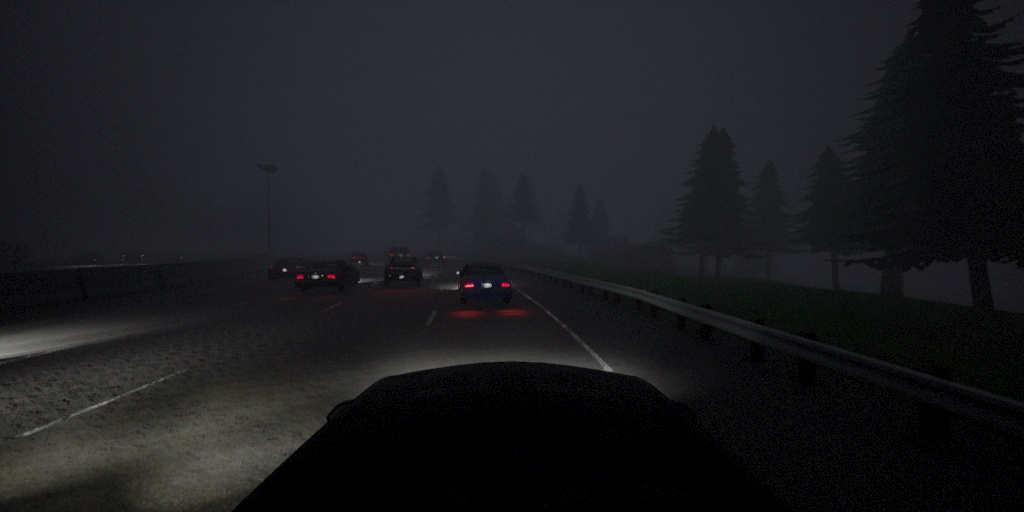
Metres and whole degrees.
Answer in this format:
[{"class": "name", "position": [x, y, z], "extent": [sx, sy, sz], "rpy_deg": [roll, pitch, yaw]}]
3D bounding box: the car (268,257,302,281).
[{"class": "car", "position": [-14.032, 0.753, 23.136], "extent": [1.994, 1.385, 4.181], "rpy_deg": [0, 2, -16]}]

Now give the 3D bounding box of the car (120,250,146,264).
[{"class": "car", "position": [-46.478, 0.005, 44.054], "extent": [2.097, 1.767, 4.553], "rpy_deg": [-2, 2, -44]}]

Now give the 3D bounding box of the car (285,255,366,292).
[{"class": "car", "position": [-8.915, 0.877, 17.720], "extent": [2.033, 1.411, 5.357], "rpy_deg": [0, 2, -13]}]

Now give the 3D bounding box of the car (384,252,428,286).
[{"class": "car", "position": [-5.963, 0.759, 20.002], "extent": [2.128, 1.511, 4.902], "rpy_deg": [0, 2, -13]}]

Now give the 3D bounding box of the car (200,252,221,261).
[{"class": "car", "position": [-38.550, 0.165, 45.773], "extent": [1.994, 1.385, 4.181], "rpy_deg": [-1, 2, -41]}]

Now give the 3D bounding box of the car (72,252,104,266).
[{"class": "car", "position": [-47.789, 0.294, 40.544], "extent": [2.033, 1.411, 5.357], "rpy_deg": [-1, 2, -42]}]

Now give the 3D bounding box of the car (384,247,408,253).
[{"class": "car", "position": [-12.011, 0.031, 37.328], "extent": [2.150, 2.045, 5.566], "rpy_deg": [-1, 2, -25]}]

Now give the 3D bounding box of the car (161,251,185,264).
[{"class": "car", "position": [-42.508, 0.150, 45.036], "extent": [1.812, 1.442, 4.674], "rpy_deg": [-1, 2, -42]}]

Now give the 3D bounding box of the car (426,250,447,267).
[{"class": "car", "position": [-8.315, 0.157, 37.445], "extent": [2.097, 1.767, 4.553], "rpy_deg": [-1, 2, -24]}]

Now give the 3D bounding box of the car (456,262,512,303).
[{"class": "car", "position": [-1.217, 0.960, 14.413], "extent": [2.033, 1.411, 5.357], "rpy_deg": [0, 2, -9]}]

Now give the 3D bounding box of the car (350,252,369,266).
[{"class": "car", "position": [-16.544, 0.287, 38.466], "extent": [1.837, 1.490, 4.892], "rpy_deg": [0, 1, -27]}]
